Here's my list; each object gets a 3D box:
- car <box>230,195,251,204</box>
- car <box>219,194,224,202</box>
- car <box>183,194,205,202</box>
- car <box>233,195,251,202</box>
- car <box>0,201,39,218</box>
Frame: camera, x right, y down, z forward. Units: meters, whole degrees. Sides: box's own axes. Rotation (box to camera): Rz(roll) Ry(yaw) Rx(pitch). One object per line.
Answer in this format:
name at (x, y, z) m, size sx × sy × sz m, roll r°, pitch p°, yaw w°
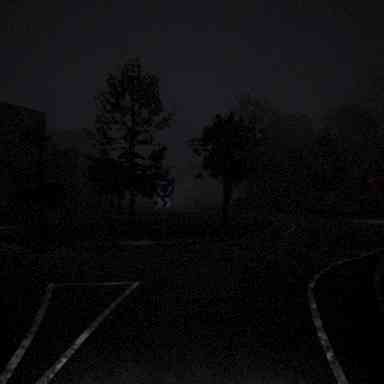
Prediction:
car at (10.043, 1.807, 69.420) m, size 1.895 × 1.301 × 4.718 m, roll 0°, pitch -1°, yaw -13°
car at (9.014, 1.811, 84.784) m, size 2.128 × 1.511 × 4.902 m, roll 0°, pitch -1°, yaw -3°
car at (0.935, 1.686, 92.161) m, size 5.566 × 2.045 × 2.435 m, roll 0°, pitch 0°, yaw -3°
car at (13.596, 1.828, 90.059) m, size 4.553 × 1.767 × 2.185 m, roll 0°, pitch 0°, yaw -3°
car at (-15.793, 1.454, 29.254) m, size 2.033 × 1.411 × 5.357 m, roll 0°, pitch 0°, yaw 24°
